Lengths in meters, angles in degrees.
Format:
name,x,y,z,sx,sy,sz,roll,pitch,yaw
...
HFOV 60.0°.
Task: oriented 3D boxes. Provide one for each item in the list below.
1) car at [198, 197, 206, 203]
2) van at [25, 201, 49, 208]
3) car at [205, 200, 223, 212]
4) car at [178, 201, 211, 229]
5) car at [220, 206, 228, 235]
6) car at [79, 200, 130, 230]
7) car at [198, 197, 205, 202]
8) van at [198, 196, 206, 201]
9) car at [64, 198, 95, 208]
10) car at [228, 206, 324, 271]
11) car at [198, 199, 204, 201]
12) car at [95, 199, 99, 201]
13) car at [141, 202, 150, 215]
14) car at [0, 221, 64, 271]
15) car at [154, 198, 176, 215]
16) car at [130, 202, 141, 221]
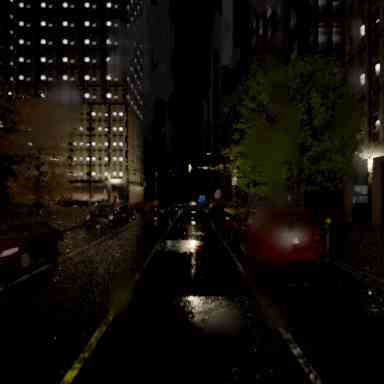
name,x,y,z,sx,sy,sz,roll,pitch,yaw
car,2.667,2.083,88.058,2.008,1.369,4.403,0,0,0
van,-24.160,1.652,52.785,3.998,1.788,1.690,0,0,1
car,2.807,1.820,38.769,1.802,1.307,4.206,0,0,0
car,0.095,1.647,22.884,1.837,1.490,4.892,0,0,0
car,2.683,1.647,16.673,1.887,1.381,4.507,0,0,0
car,-5.699,1.576,22.192,1.967,1.590,4.097,0,0,0
car,2.666,2.116,93.754,2.008,1.369,4.403,0,0,0
van,2.667,1.840,82.363,1.690,1.788,3.998,0,0,0
car,-18.619,1.634,52.728,5.009,1.841,2.192,0,0,1
car,2.682,1.384,11.150,2.192,1.841,5.009,0,0,0
car,0.091,1.802,38.835,1.994,1.385,4.181,0,0,0
car,-18.534,1.877,61.109,4.403,1.369,2.008,0,0,1
car,-5.831,1.774,37.391,1.887,1.381,4.507,0,0,0
car,-5.696,1.650,11.143,1.802,1.307,4.206,0,0,0
car,-3.042,1.749,36.533,1.812,1.442,4.674,0,-1,1
car,-5.759,1.736,27.714,1.947,1.339,4.313,0,0,0
